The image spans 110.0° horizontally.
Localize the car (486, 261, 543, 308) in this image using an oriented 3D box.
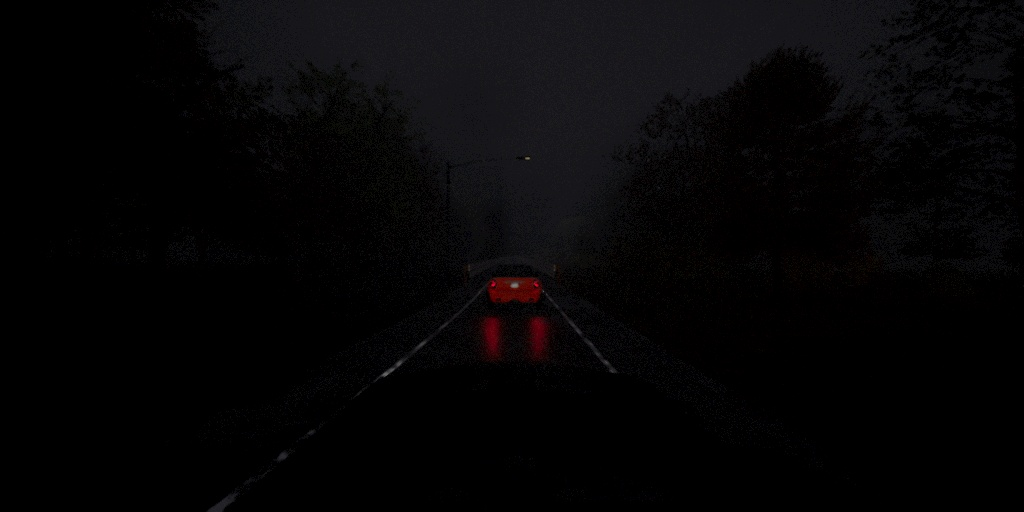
[{"bbox_3d":[0.099,1.072,15.056,2.097,1.767,4.553,0,0,0],"label":"car"}]
